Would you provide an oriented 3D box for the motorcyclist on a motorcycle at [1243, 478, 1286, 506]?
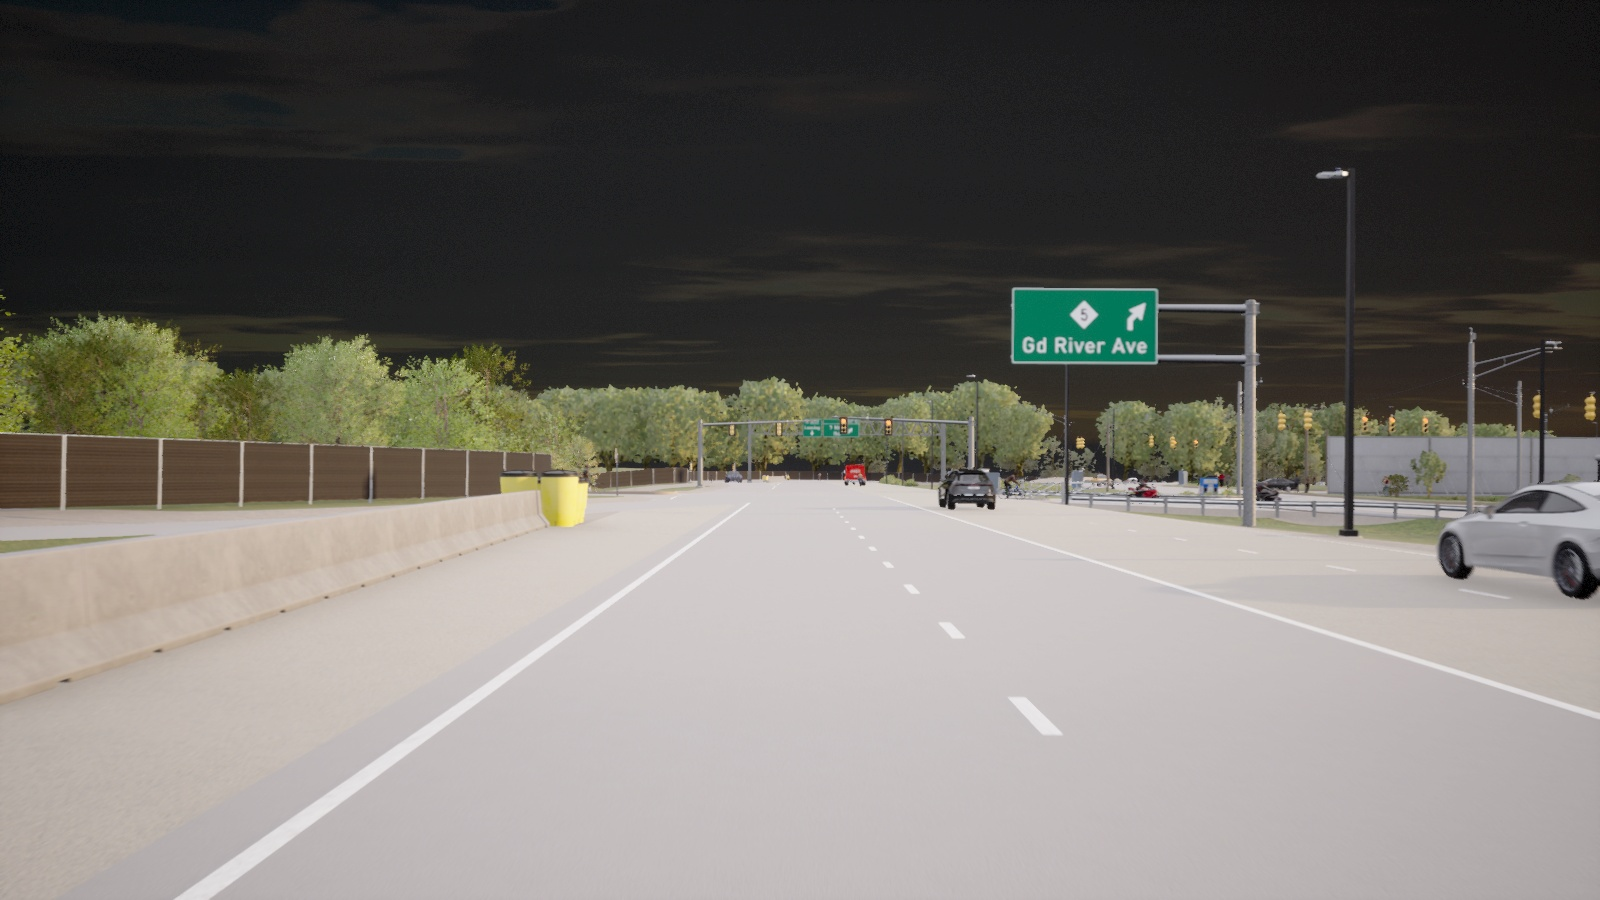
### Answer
[{"bbox_3d":[27.523,2.485,74.439,2.191,1.530,0.866,-1,-1,-2],"label":"motorcyclist on a motorcycle"}]

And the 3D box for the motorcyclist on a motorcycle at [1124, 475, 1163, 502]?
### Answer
[{"bbox_3d":[20.311,2.289,74.331,2.044,1.523,0.797,1,-1,0],"label":"motorcyclist on a motorcycle"}]

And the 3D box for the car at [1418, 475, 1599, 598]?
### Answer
[{"bbox_3d":[10.459,1.071,17.038,1.812,1.442,4.674,0,-1,0],"label":"car"}]

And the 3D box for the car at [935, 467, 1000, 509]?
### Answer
[{"bbox_3d":[6.875,1.546,52.032,2.033,1.649,4.856,0,-1,0],"label":"car"}]
